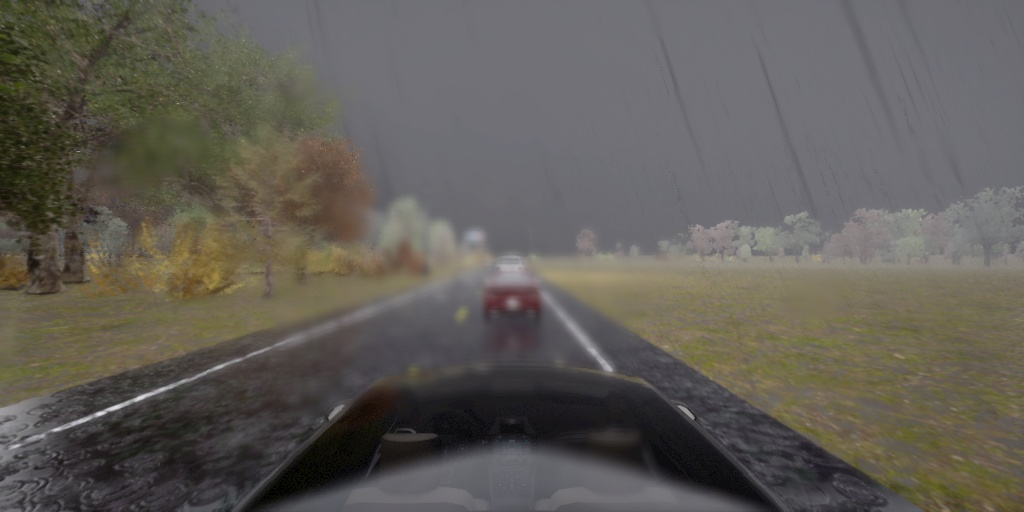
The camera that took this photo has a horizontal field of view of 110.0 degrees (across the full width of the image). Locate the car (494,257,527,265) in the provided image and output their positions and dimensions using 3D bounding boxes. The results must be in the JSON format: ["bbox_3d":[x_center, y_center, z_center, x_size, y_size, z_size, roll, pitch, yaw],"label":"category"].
[{"bbox_3d":[0.020,1.099,28.137,2.150,2.045,5.566,0,0,0],"label":"car"}]

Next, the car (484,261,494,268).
[{"bbox_3d":[-3.580,1.522,60.731,2.128,1.511,4.902,0,0,1],"label":"car"}]

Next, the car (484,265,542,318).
[{"bbox_3d":[0.032,1.283,13.329,1.882,1.535,5.008,0,0,0],"label":"car"}]
